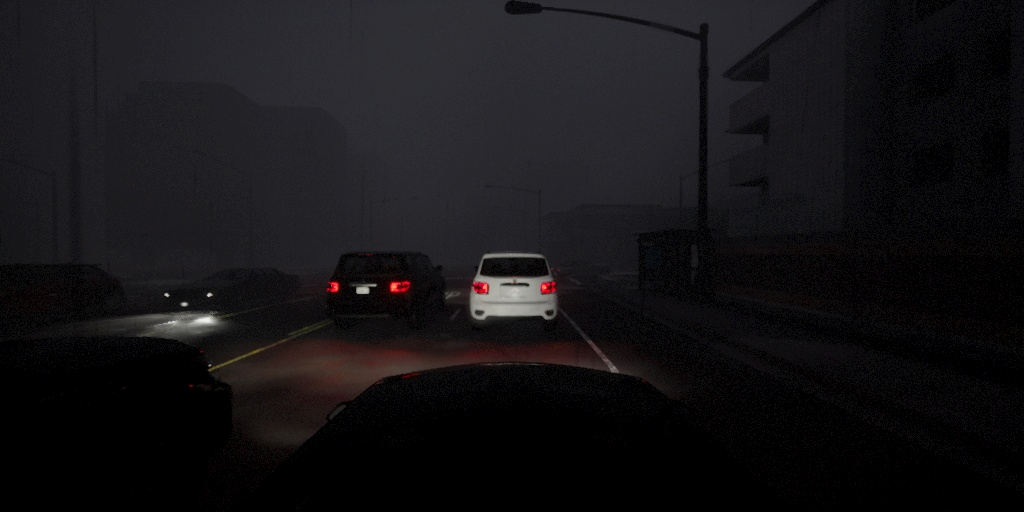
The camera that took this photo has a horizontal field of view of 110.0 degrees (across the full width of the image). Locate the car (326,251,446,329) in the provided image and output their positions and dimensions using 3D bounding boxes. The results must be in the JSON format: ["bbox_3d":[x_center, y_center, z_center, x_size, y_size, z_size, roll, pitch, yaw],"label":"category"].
[{"bbox_3d":[-3.473,0.864,10.956,2.150,2.045,5.566,0,1,-1],"label":"car"}]

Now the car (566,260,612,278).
[{"bbox_3d":[5.512,0.979,28.448,4.718,1.301,1.895,-3,1,-18],"label":"car"}]

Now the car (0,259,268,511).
[{"bbox_3d":[-3.409,0.984,0.595,2.150,2.045,5.566,0,1,0],"label":"car"}]

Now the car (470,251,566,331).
[{"bbox_3d":[0.026,0.866,10.756,2.150,2.045,5.566,0,1,-1],"label":"car"}]

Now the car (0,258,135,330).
[{"bbox_3d":[-14.122,1.001,10.136,2.097,1.767,4.553,0,1,0],"label":"car"}]

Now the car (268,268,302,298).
[{"bbox_3d":[-10.639,1.151,14.274,2.033,1.411,5.357,0,1,-1],"label":"car"}]
